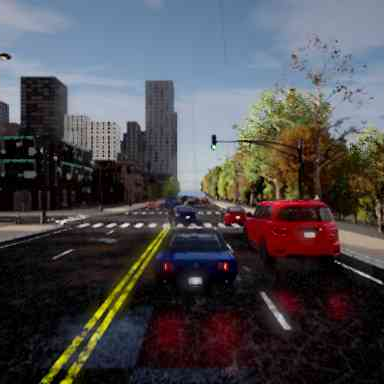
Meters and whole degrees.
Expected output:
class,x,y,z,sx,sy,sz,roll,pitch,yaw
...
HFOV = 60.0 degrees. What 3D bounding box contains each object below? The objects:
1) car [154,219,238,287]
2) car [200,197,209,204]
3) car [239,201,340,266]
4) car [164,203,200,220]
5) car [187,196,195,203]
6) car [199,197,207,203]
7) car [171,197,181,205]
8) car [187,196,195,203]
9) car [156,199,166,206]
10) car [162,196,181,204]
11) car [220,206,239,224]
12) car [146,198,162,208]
class,x,y,z,sx,sy,sz,roll,pitch,yaw
car,0.077,1.689,9.563,1.895,1.301,4.718,0,-1,0
car,3.032,2.065,79.950,2.097,1.767,4.553,0,-1,0
car,3.318,1.332,12.093,2.150,2.045,5.566,0,-1,0
car,-0.740,1.801,25.883,1.994,1.385,4.181,0,0,-13
car,-0.245,1.992,89.944,2.097,1.767,4.553,0,0,0
car,3.005,2.162,89.982,2.128,1.511,4.902,0,0,0
car,-3.447,2.013,73.165,2.097,1.767,4.553,0,-1,0
car,-0.217,2.245,79.553,2.033,1.411,5.357,0,-1,0
car,-6.696,2.247,72.502,1.895,1.301,4.718,0,-1,0
car,-3.465,1.744,57.696,2.150,2.045,5.566,0,-1,0
car,3.282,1.800,25.820,1.994,1.385,4.181,0,0,0
car,-6.715,1.870,57.489,2.097,1.767,4.553,0,0,0
